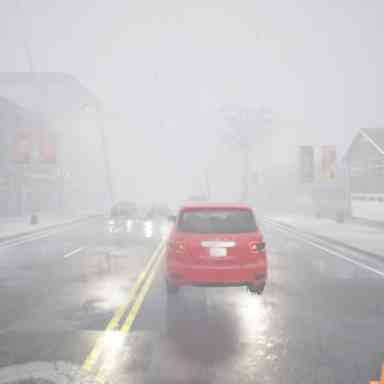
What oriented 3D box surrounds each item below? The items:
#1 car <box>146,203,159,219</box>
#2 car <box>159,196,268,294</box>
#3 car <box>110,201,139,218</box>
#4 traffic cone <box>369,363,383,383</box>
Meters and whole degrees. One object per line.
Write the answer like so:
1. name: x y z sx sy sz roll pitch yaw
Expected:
1. car: -2.898 1.659 29.804 1.895 1.301 4.718 0 0 0
2. car: 0.506 1.239 9.003 2.150 2.045 5.566 0 0 0
3. car: -6.144 1.535 30.567 1.882 1.535 5.008 0 0 0
4. traffic cone: 2.265 1.964 3.775 0.340 0.580 0.340 0 0 0
